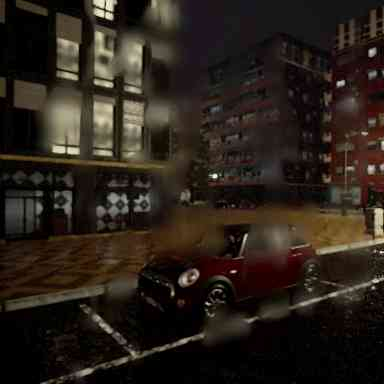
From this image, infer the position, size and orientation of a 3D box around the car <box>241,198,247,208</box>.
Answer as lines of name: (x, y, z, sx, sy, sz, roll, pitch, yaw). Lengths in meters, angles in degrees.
car: (7.888, 1.773, 56.055, 1.967, 1.590, 4.097, 1, -1, -35)

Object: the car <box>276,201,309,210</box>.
car: (14.436, 1.854, 46.795, 1.802, 1.307, 4.206, 1, -1, -35)

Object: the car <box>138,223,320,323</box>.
car: (0.884, 1.447, 7.175, 4.097, 1.590, 1.967, 0, 1, -36)

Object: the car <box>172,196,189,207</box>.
car: (-2.232, 1.770, 55.849, 1.887, 1.381, 4.507, 1, -1, -35)

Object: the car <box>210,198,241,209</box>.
car: (4.318, 1.715, 46.590, 2.008, 1.369, 4.403, 1, -1, -35)

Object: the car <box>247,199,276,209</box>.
car: (11.162, 1.847, 51.425, 1.887, 1.381, 4.507, 1, -1, -35)

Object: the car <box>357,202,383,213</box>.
car: (20.986, 1.777, 37.537, 1.947, 1.339, 4.313, 1, -1, -35)

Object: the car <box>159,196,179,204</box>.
car: (-5.211, 1.772, 74.575, 2.192, 1.841, 5.009, 1, -1, -35)
